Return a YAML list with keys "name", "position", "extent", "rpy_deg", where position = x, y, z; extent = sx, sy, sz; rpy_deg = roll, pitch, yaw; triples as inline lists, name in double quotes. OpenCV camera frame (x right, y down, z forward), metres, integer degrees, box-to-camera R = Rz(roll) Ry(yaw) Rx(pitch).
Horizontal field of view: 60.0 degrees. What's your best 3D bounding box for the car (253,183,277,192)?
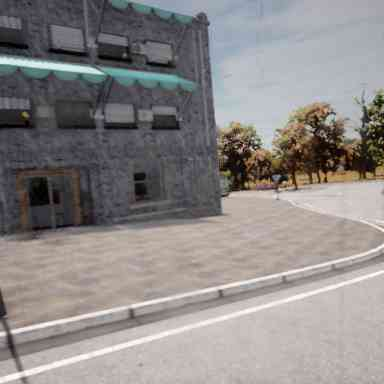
- name: "car"
  position: [11.783, -0.752, 53.959]
  extent: [1.994, 1.385, 4.181]
  rpy_deg: [-7, 0, -34]
